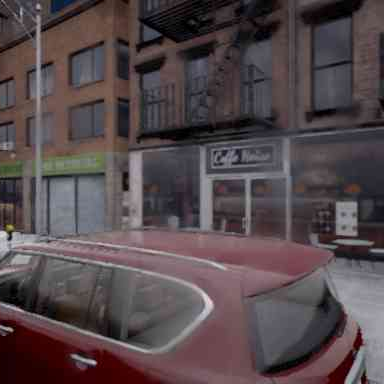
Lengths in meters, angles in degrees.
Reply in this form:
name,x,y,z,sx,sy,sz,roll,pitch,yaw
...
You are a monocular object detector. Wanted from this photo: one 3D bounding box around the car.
name,x,y,z,sx,sy,sz,roll,pitch,yaw
car,-0.917,1.315,3.465,5.009,1.841,2.192,0,0,36
